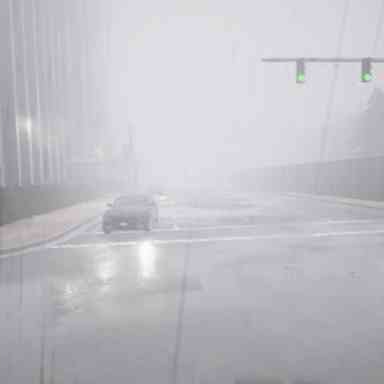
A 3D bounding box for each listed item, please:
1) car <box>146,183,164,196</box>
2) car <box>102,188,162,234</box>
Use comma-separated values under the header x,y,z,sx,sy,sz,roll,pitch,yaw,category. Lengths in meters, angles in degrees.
x,y,z,sx,sy,sz,roll,pitch,yaw,category
-4.484,-0.312,41.058,1.837,1.490,4.892,-2,3,-4,car
-2.650,0.835,15.131,1.882,1.535,5.008,-1,3,-1,car
